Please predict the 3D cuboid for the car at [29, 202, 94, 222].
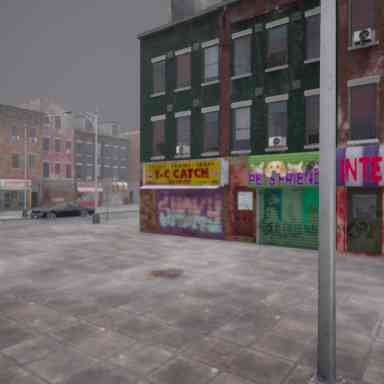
[{"bbox_3d":[-10.180,1.506,26.148,1.895,1.301,4.718,0,0,35],"label":"car"}]
